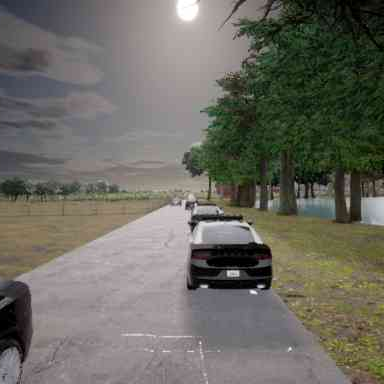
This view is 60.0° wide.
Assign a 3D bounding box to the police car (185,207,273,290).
[{"bbox_3d":[0.829,1.435,9.252,1.930,1.638,5.238,0,0,0],"label":"police car"}]

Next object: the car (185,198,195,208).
[{"bbox_3d":[0.046,1.638,47.683,1.882,1.535,5.008,0,0,1],"label":"car"}]

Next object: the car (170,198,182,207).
[{"bbox_3d":[-2.725,1.721,57.500,2.128,1.511,4.902,0,0,0],"label":"car"}]

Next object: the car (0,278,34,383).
[{"bbox_3d":[-2.849,1.478,1.988,1.882,1.535,5.008,0,0,0],"label":"car"}]

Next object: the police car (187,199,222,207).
[{"bbox_3d":[0.833,1.458,19.253,1.930,1.638,5.238,0,0,0],"label":"police car"}]

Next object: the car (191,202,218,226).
[{"bbox_3d":[0.835,1.557,25.143,1.837,1.490,4.892,0,0,0],"label":"car"}]
